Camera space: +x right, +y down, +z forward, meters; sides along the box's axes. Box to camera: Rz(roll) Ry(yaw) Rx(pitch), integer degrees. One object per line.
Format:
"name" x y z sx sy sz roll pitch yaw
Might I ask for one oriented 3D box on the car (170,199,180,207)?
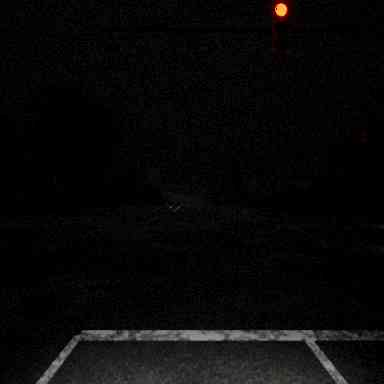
"car" -3.500 2.186 67.577 1.812 1.442 4.674 0 -2 0
